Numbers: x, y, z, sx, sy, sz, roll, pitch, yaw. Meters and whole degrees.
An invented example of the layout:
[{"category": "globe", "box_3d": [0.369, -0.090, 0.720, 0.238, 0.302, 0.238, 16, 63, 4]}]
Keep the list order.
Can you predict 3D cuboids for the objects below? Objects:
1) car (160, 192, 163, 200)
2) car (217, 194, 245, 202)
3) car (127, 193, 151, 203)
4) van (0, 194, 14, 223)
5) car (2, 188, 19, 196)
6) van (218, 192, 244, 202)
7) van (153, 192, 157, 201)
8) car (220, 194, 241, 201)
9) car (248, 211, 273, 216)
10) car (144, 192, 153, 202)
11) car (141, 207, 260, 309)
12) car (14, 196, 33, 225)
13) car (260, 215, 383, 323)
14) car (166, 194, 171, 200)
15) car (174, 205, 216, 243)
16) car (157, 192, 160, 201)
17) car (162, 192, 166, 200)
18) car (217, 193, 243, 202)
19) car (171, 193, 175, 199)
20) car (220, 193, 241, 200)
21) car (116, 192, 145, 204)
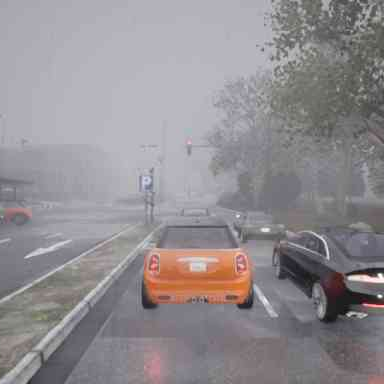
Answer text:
[{"category": "car", "box_3d": [-9.709, 1.337, 75.919, 4.674, 1.452, 2.002, -1, 0, -13]}, {"category": "car", "box_3d": [8.140, 1.243, 69.542, 5.366, 1.575, 1.946, 1, 0, -13]}, {"category": "car", "box_3d": [-10.767, 1.176, 66.911, 4.553, 1.767, 2.185, -1, 0, -14]}, {"category": "van", "box_3d": [-13.621, 1.290, 20.181, 4.442, 1.987, 1.878, -1, 0, -20]}, {"category": "car", "box_3d": [-28.212, 0.121, 51.819, 2.002, 1.452, 4.674, 6, -3, -19]}, {"category": "van", "box_3d": [7.226, 1.024, 63.578, 4.442, 1.987, 1.878, 1, 0, -14]}, {"category": "van", "box_3d": [-10.304, 1.072, 69.952, 4.442, 1.987, 1.878, -1, 0, -14]}, {"category": "car", "box_3d": [9.020, 1.274, 78.319, 4.674, 1.452, 2.002, 1, 0, -12]}, {"category": "car", "box_3d": [3.145, 1.583, 16.097, 1.994, 1.385, 4.181, 0, 0, 1]}, {"category": "car", "box_3d": [-10.857, 1.296, 63.959, 5.366, 1.575, 1.946, -1, 0, -15]}, {"category": "car", "box_3d": [0.104, 1.361, 8.062, 2.097, 1.767, 4.553, 0, 0, 0]}, {"category": "car", "box_3d": [-13.648, 1.396, 23.158, 4.553, 1.767, 2.185, -1, 0, -19]}, {"category": "car", "box_3d": [3.103, 1.499, 7.185, 2.128, 1.511, 4.902, 0, 0, 0]}, {"category": "car", "box_3d": [-8.530, 1.332, 84.904, 4.674, 1.452, 2.002, -1, 0, -12]}, {"category": "car", "box_3d": [0.155, 1.526, 17.148, 1.837, 1.490, 4.892, 0, 0, 1]}, {"category": "car", "box_3d": [-10.079, 1.300, 72.923, 4.892, 1.521, 2.231, -1, 0, -14]}, {"category": "car", "box_3d": [-9.339, 1.335, 78.921, 4.674, 1.452, 2.002, -1, 0, -13]}, {"category": "car", "box_3d": [7.607, 1.121, 66.548, 4.553, 1.767, 2.185, 1, 0, -14]}, {"category": "car", "box_3d": [-8.082, 1.039, 87.910, 5.566, 2.045, 2.435, -1, 0, -12]}, {"category": "car", "box_3d": [9.384, 1.105, 81.249, 4.553, 1.767, 2.185, 1, 0, -12]}, {"category": "car", "box_3d": [-11.500, 1.340, 60.967, 4.792, 1.488, 2.163, -1, 0, -15]}]
